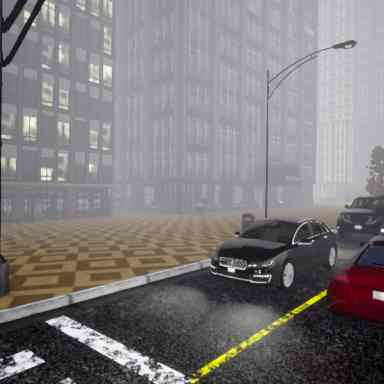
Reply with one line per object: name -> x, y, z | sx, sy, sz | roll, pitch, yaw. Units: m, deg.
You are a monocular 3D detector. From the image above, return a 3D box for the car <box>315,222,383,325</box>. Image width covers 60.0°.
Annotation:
car -> 4.262, 1.568, 6.582 | 1.994, 1.385, 4.181 | 1, 0, 41

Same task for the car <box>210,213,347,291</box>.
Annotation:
car -> 2.477, 1.477, 9.188 | 1.837, 1.490, 4.892 | 1, 0, 41

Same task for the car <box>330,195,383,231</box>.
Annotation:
car -> 9.188, 1.201, 16.691 | 2.150, 2.045, 5.566 | 1, 1, 42

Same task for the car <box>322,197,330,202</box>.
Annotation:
car -> 35.373, 1.860, 84.977 | 1.947, 1.339, 4.313 | -1, 0, -34

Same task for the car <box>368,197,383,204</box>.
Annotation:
car -> 37.875, 1.658, 66.302 | 2.008, 1.369, 4.403 | -1, 0, -34

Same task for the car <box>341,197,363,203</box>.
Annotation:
car -> 38.521, 1.815, 80.316 | 1.947, 1.339, 4.313 | -1, 0, -34
